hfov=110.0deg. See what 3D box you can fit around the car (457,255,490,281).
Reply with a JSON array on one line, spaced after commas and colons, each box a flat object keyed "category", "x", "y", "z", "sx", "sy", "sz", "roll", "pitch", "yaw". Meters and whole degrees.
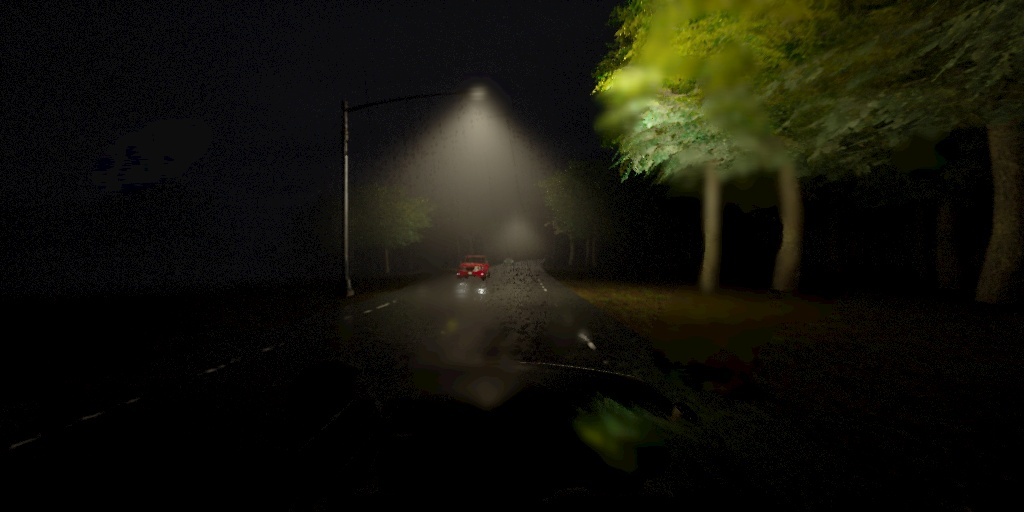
[{"category": "car", "x": -3.117, "y": 0.966, "z": 30.204, "sx": 2.150, "sy": 2.045, "sz": 5.566, "roll": 0, "pitch": 0, "yaw": 2}]
